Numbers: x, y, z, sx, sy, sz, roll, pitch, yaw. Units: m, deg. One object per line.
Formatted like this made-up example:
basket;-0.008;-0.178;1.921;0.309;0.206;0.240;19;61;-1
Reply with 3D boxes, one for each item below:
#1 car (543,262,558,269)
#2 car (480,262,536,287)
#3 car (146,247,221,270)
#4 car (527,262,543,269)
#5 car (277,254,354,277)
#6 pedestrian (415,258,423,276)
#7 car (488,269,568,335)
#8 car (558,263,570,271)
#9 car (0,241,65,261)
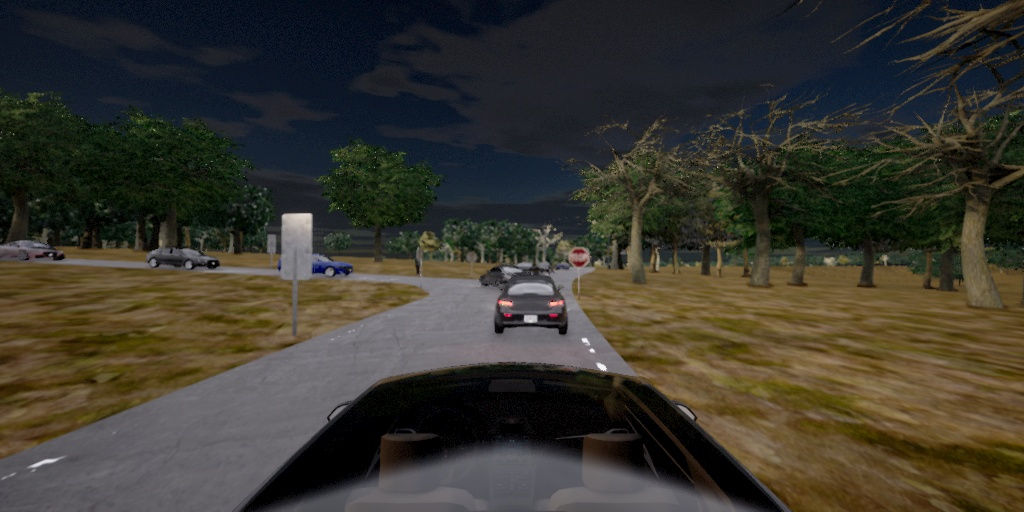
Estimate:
car;4.248;1.494;46.278;1.837;1.490;4.892;0;-1;17
car;-0.492;1.273;22.009;1.812;1.442;4.674;0;0;-22
car;-23.845;0.170;26.076;4.892;1.490;1.837;3;-1;7
car;1.503;1.341;36.611;1.882;1.535;5.008;0;-1;16
car;-13.509;0.599;24.801;5.008;1.535;1.882;3;-1;7
pedestrian;-7.980;0.752;30.512;0.375;1.860;0.375;0;-4;7
car;0.554;1.253;10.363;1.812;1.442;4.674;0;0;3
car;8.565;1.784;60.661;1.895;1.301;4.718;0;-1;16
car;-37.354;-0.362;27.754;4.181;1.385;1.994;3;-1;7
